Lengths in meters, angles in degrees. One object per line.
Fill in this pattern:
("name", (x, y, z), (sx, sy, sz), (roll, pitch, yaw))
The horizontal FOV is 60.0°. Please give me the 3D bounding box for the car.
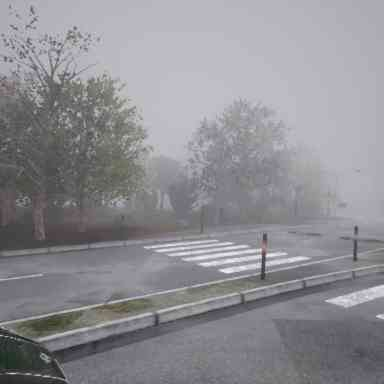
("car", (-2.818, 1.349, 1.429), (4.553, 1.767, 2.097), (0, 0, -35))
